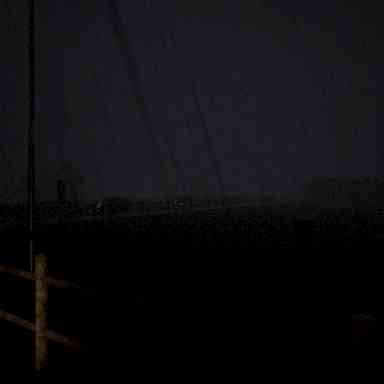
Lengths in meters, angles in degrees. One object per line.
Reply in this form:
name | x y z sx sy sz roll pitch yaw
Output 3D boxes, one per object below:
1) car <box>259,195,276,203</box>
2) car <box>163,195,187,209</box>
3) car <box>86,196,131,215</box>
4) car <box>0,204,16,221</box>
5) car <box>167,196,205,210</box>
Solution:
car | 13.539 1.227 59.502 1.837 1.490 4.892 -1 0 34
car | -1.732 1.209 42.398 2.097 1.767 4.553 -1 0 35
car | -8.212 1.258 32.950 2.097 1.767 4.553 -1 0 36
car | -14.887 1.434 22.935 1.882 1.535 5.008 -1 0 32
car | -0.432 1.444 39.090 1.895 1.301 4.718 -1 0 34
